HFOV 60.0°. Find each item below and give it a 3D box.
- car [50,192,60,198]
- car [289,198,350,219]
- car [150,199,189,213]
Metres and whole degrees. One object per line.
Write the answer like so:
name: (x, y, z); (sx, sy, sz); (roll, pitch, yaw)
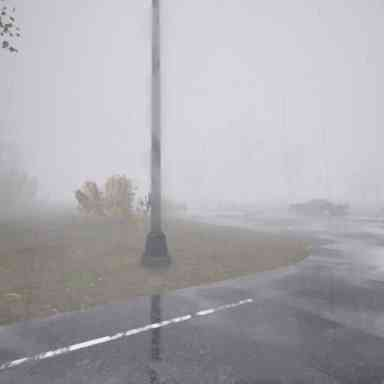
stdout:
car: (-31.405, 0.639, 76.088); (1.994, 1.385, 4.181); (-1, 1, -29)
car: (10.256, 1.260, 27.167); (1.882, 1.535, 5.008); (-1, 1, -35)
car: (-2.304, 1.321, 32.857); (1.895, 1.301, 4.718); (-1, 1, -35)
